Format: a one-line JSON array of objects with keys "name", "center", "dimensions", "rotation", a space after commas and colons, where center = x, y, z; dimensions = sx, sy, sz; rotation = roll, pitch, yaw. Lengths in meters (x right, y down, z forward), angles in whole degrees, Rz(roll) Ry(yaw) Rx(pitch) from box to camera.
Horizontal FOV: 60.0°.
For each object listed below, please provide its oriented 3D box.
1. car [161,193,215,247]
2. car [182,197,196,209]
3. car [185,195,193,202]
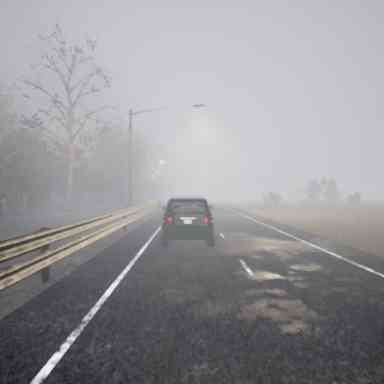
[{"name": "car", "center": [-0.177, 1.215, 15.203], "dimensions": [2.150, 2.045, 5.566], "rotation": [0, 0, -1]}, {"name": "car", "center": [-0.443, 1.484, 45.152], "dimensions": [1.837, 1.490, 4.892], "rotation": [0, 0, -1]}, {"name": "car", "center": [-0.685, 1.446, 72.795], "dimensions": [1.837, 1.490, 4.892], "rotation": [0, 0, -1]}]
